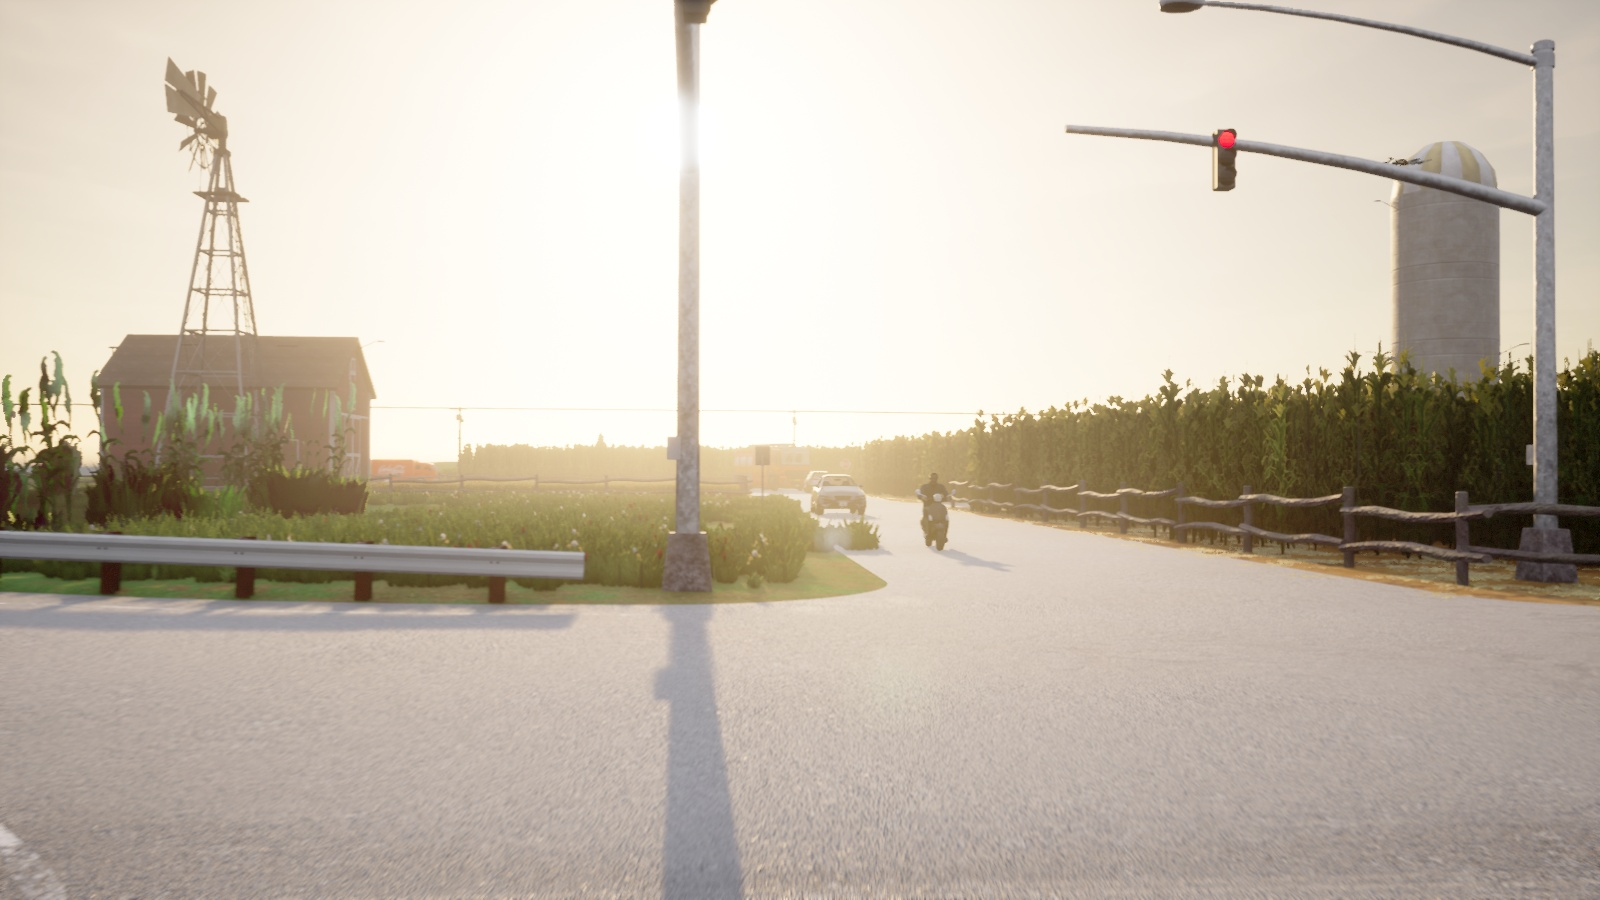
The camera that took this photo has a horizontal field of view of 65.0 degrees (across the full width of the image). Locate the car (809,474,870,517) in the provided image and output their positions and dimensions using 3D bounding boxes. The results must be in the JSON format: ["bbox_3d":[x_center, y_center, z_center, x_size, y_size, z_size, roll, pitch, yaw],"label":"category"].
[{"bbox_3d":[1.411,1.634,46.277,1.816,1.474,4.193,0,-1,-4],"label":"car"}]

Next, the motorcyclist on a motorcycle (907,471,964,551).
[{"bbox_3d":[2.793,1.229,26.015,0.866,1.590,1.817,0,-1,-4],"label":"motorcyclist on a motorcycle"}]

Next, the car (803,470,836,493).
[{"bbox_3d":[1.397,2.317,92.020,2.033,1.649,4.856,0,-1,-4],"label":"car"}]
